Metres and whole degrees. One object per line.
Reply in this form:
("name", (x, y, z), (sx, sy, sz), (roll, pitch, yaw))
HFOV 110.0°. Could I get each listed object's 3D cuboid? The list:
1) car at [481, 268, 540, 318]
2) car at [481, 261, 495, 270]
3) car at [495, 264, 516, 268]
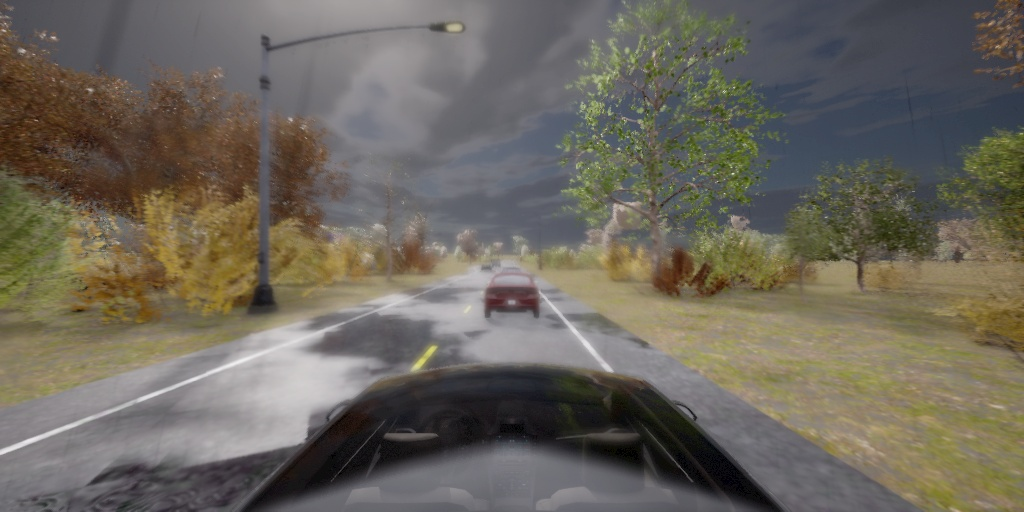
("car", (0.024, 1.353, 13.742), (1.882, 1.535, 5.008), (0, -1, 1))
("car", (-4.252, 1.929, 59.851), (1.895, 1.301, 4.718), (0, -1, -4))
("car", (-0.045, 1.560, 26.948), (2.033, 1.411, 5.357), (0, -1, 0))
